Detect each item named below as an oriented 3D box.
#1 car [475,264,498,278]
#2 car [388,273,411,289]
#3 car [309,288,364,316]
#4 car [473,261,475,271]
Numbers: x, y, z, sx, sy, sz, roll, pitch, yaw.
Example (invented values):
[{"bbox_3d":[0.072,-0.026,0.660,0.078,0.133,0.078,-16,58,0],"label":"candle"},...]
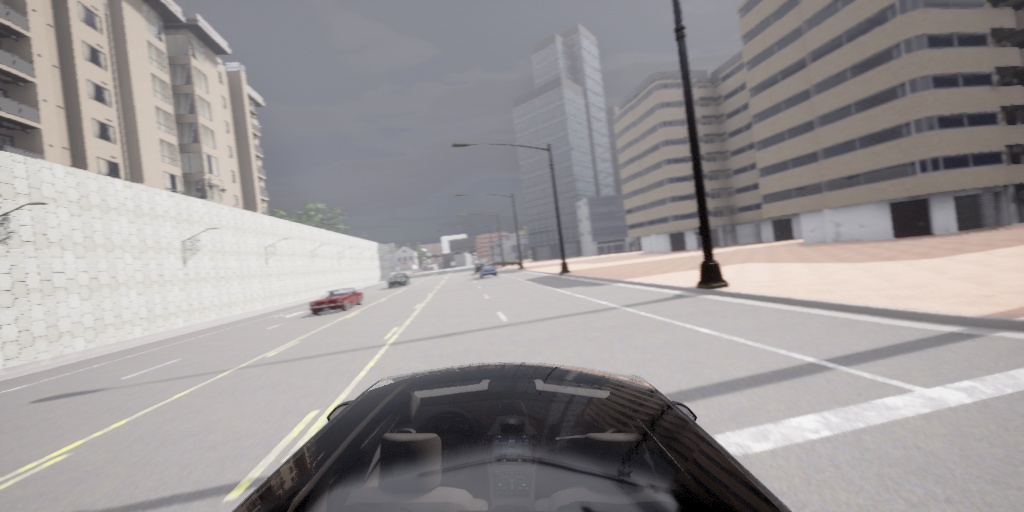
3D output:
[{"bbox_3d":[-2.742,1.681,40.757,2.033,1.411,5.357,-7,0,-8],"label":"car"},{"bbox_3d":[-13.798,2.876,43.888,2.097,1.767,4.553,-7,0,-8],"label":"car"},{"bbox_3d":[-10.729,2.716,22.221,1.895,1.301,4.718,-7,0,-8],"label":"car"},{"bbox_3d":[-4.886,1.927,55.561,1.837,1.490,4.892,-7,0,-8],"label":"car"}]
